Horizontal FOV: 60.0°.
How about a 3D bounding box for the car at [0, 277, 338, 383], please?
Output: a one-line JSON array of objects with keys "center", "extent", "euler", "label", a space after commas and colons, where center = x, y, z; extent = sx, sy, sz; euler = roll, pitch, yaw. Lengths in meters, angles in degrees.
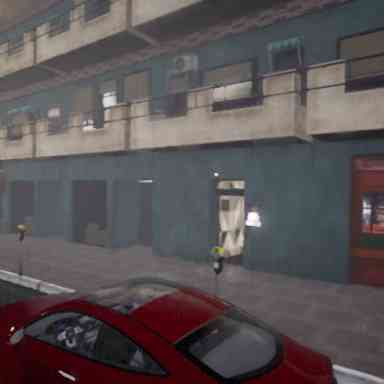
[{"center": [-0.720, 1.576, 3.376], "extent": [4.206, 1.307, 1.802], "euler": [0, 1, 36], "label": "car"}]
